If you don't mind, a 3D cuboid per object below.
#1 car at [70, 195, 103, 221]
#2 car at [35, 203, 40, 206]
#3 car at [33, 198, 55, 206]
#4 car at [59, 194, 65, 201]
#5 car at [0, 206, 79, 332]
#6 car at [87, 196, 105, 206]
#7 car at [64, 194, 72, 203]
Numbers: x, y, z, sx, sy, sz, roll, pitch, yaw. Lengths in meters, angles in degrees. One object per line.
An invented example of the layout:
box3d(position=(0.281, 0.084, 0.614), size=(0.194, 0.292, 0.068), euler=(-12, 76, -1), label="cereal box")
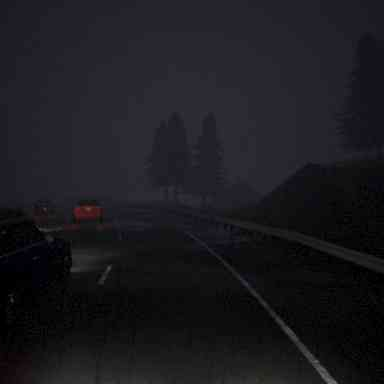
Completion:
box3d(position=(-8.180, 1.291, 26.194), size=(2.097, 1.767, 4.553), euler=(0, 0, -17), label="car")
box3d(position=(-8.951, 1.478, 15.869), size=(1.837, 1.490, 4.892), euler=(0, 0, -12), label="car")
box3d(position=(-15.460, 1.422, 34.871), size=(2.128, 1.511, 4.902), euler=(0, 0, -25), label="car")
box3d(position=(-30.323, 1.280, 78.641), size=(1.812, 1.442, 4.674), euler=(0, 0, -28), label="car")
box3d(position=(-4.064, 1.341, 6.869), size=(2.097, 1.767, 4.553), euler=(0, 0, -5), label="car")
box3d(position=(-15.231, 1.401, 52.418), size=(1.812, 1.442, 4.674), euler=(0, 0, -28), label="car")
box3d(position=(-23.283, 1.352, 65.306), size=(1.994, 1.385, 4.181), euler=(0, 0, -28), label="car")
